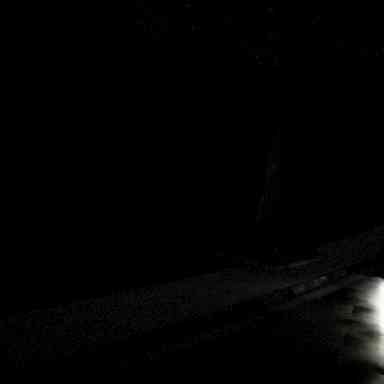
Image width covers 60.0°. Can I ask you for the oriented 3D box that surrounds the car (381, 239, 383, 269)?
[{"bbox_3d":[7.122,1.304,9.566,2.097,1.767,4.553,0,0,45],"label":"car"}]
